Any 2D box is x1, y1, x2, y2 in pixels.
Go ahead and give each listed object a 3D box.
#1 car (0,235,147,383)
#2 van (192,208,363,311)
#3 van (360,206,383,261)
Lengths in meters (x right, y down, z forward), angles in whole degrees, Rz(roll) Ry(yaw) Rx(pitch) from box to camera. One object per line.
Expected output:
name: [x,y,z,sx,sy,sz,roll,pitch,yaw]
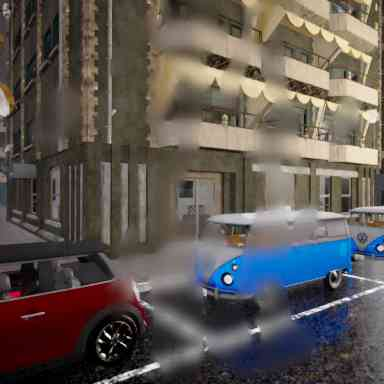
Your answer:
car: [-2.724,1.440,4.150,4.097,1.590,1.967,0,0,-36]
van: [1.901,1.344,7.465,3.998,1.788,1.690,0,0,-36]
van: [6.525,1.347,10.780,3.998,1.788,1.690,0,0,-36]
